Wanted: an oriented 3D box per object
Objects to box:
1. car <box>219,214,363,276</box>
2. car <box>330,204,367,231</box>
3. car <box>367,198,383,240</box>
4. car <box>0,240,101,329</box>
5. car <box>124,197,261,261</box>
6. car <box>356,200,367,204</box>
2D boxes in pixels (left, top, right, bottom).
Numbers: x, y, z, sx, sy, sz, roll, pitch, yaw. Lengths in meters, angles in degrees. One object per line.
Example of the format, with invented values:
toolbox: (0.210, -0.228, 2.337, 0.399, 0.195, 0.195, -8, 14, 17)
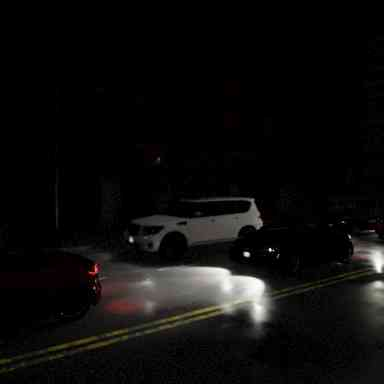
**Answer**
car: (3.171, 1.563, 10.419, 4.181, 1.385, 1.994, 0, 0, -34)
car: (8.842, 1.563, 18.576, 4.181, 1.385, 1.994, 0, 0, -34)
car: (11.006, 1.220, 15.823, 5.566, 2.045, 2.150, 0, 0, -34)
car: (-3.729, 1.564, 5.641, 4.181, 1.385, 1.994, 0, 0, -37)
car: (0.246, 1.217, 12.665, 5.566, 2.045, 2.150, -1, 0, -35)
car: (25.276, 1.522, 46.392, 1.812, 1.442, 4.674, 0, 0, -34)
